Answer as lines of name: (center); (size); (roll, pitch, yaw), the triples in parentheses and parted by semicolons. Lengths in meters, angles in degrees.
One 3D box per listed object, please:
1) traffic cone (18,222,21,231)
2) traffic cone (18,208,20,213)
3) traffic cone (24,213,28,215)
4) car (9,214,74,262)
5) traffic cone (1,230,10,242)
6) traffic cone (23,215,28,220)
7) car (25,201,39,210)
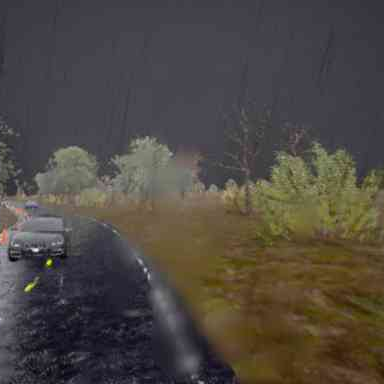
traffic cone: (-11.084, 2.252, 21.335); (0.340, 0.580, 0.340); (0, -1, -21)
traffic cone: (-22.128, 2.567, 43.238); (0.340, 0.580, 0.340); (0, -1, -31)
traffic cone: (-14.992, 2.375, 30.304); (0.340, 0.580, 0.340); (0, -1, -26)
car: (-5.769, 1.681, 13.072); (1.837, 1.490, 4.892); (0, -1, -17)
traffic cone: (-9.399, 2.191, 16.741); (0.340, 0.580, 0.340); (0, -1, -19)
traffic cone: (-12.950, 2.313, 25.858); (0.340, 0.580, 0.340); (0, -1, -24)
car: (-27.575, 2.283, 57.205); (1.882, 1.535, 5.008); (0, -1, -31)
